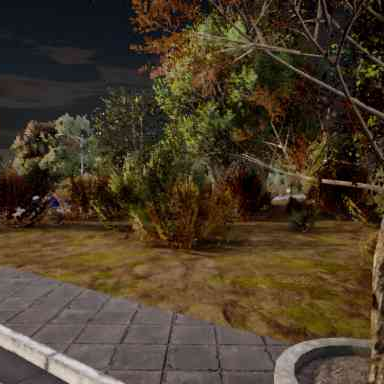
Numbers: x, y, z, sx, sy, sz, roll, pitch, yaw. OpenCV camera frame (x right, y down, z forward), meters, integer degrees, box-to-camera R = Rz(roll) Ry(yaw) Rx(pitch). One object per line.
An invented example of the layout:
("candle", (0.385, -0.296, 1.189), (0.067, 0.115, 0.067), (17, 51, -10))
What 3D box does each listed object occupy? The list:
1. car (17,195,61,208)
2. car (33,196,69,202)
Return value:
("car", (-20.087, 1.221, 43.881), (1.882, 1.535, 5.008), (0, 0, 32))
("car", (-17.572, 1.245, 41.306), (1.882, 1.535, 5.008), (0, 0, 32))
